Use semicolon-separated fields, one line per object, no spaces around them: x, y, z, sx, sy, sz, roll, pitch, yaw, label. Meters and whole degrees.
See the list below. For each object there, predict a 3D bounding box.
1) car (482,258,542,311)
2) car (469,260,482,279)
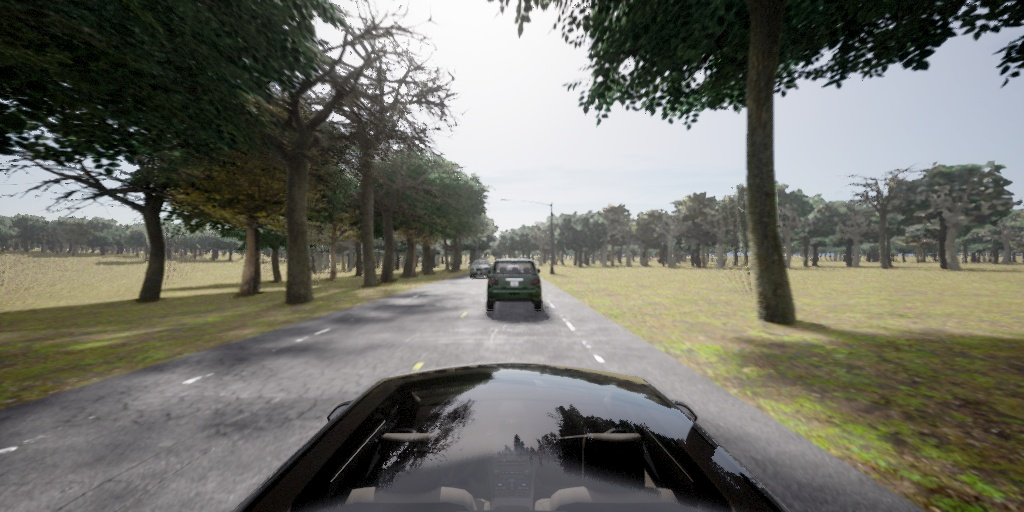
0.094;1.137;15.656;2.150;2.045;5.566;0;-1;0;car
-3.489;1.450;40.529;2.150;2.045;5.566;0;-1;0;car
